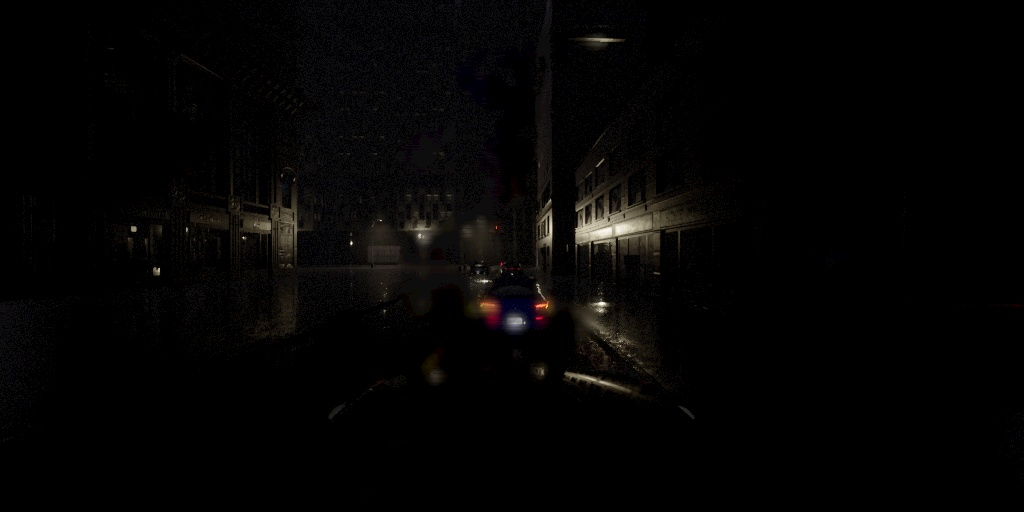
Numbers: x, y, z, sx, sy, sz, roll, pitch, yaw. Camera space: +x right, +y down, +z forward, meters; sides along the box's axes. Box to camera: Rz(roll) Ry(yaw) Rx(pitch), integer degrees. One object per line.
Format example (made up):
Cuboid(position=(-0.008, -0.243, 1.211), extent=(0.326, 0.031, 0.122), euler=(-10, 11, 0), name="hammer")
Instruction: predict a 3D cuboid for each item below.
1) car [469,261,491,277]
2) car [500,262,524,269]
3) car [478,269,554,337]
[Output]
Cuboid(position=(-3.172, 1.241, 36.019), extent=(2.128, 1.511, 4.902), euler=(0, 0, 0), name="car")
Cuboid(position=(0.026, 1.240, 31.166), extent=(2.128, 1.511, 4.902), euler=(0, 0, 0), name="car")
Cuboid(position=(0.082, 1.275, 10.147), extent=(1.812, 1.442, 4.674), euler=(0, 0, 0), name="car")
